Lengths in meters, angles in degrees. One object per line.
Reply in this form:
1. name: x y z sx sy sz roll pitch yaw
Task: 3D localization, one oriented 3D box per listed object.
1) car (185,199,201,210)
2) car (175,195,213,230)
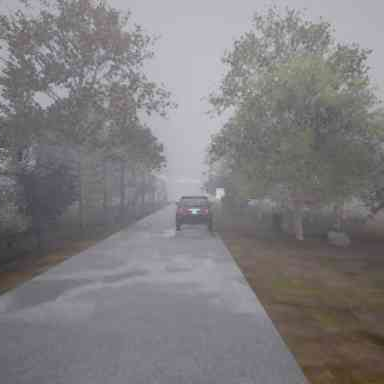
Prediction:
1. car: 0.161 1.593 42.820 1.895 1.301 4.718 0 0 0
2. car: 0.128 1.217 21.050 2.150 2.045 5.566 0 0 0
